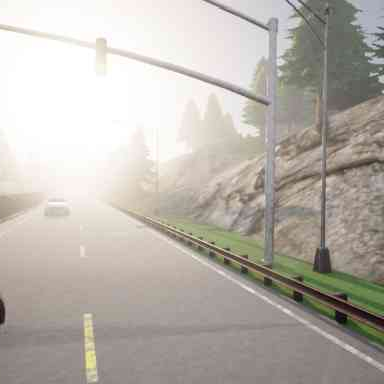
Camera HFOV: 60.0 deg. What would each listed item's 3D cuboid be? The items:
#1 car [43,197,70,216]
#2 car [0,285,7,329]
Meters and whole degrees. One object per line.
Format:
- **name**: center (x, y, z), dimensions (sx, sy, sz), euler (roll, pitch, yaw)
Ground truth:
- **car**: center (-11.339, 1.147, 28.086), dimensions (1.812, 1.442, 4.674), euler (1, 1, -19)
- **car**: center (-3.820, 1.514, 3.231), dimensions (1.994, 1.385, 4.181), euler (2, 2, 4)
